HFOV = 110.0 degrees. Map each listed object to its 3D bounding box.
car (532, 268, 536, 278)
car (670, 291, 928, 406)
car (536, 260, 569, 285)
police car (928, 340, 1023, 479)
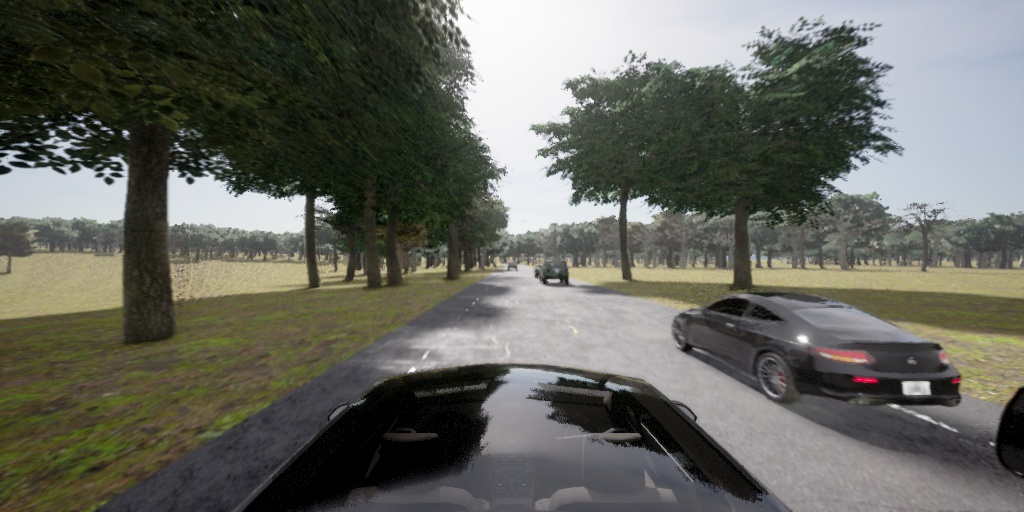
[{"bbox_3d":[3.589,1.840,43.180,1.837,1.490,4.892,0,0,0],"label":"car"},{"bbox_3d":[4.550,1.344,6.334,1.812,1.442,4.674,0,-1,0],"label":"car"},{"bbox_3d":[3.602,1.362,31.240,2.150,2.045,5.566,0,-1,0],"label":"car"},{"bbox_3d":[4.538,1.192,0.443,1.930,1.638,5.238,0,0,0],"label":"police car"}]
